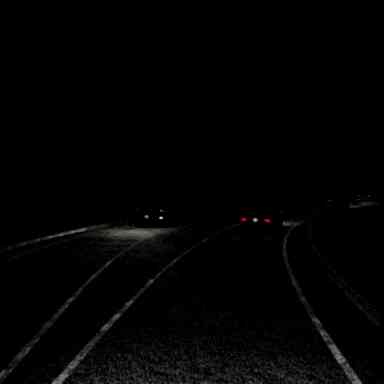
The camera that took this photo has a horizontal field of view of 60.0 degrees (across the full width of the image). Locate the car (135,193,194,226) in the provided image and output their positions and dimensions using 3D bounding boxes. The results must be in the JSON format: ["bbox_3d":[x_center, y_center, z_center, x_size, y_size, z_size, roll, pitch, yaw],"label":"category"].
[{"bbox_3d":[-1.722,1.133,22.991,2.150,2.045,5.566,-1,0,23],"label":"car"}]

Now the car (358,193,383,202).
[{"bbox_3d":[27.692,0.579,51.356,4.553,1.767,2.097,-2,0,-32],"label":"car"}]

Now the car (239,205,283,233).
[{"bbox_3d":[4.118,1.460,19.252,2.033,1.411,5.357,0,0,21],"label":"car"}]

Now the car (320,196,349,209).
[{"bbox_3d":[16.117,1.097,37.604,2.128,1.511,4.902,-1,1,44],"label":"car"}]
